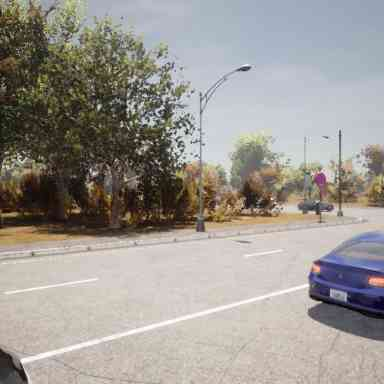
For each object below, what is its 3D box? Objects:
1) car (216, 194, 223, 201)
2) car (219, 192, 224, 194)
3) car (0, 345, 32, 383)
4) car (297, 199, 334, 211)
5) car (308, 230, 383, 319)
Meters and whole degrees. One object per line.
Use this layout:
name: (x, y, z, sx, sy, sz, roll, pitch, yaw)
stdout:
car: (3.987, 1.459, 56.270, 1.812, 1.442, 4.674, 0, 1, -32)
car: (4.057, 1.088, 63.073, 2.150, 2.045, 5.566, 0, 1, -32)
car: (-3.324, 1.492, 1.375, 4.902, 1.511, 2.128, 0, 0, -35)
car: (14.616, 1.564, 39.447, 1.994, 1.385, 4.181, 0, 0, -32)
car: (4.276, 1.526, 6.801, 4.674, 1.442, 1.812, 0, 0, -36)
